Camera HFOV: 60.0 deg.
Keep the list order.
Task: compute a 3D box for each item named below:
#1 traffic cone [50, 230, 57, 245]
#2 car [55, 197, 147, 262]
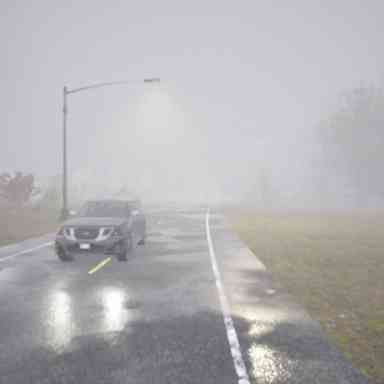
[{"bbox_3d":[-5.873,1.952,14.304,0.340,0.580,0.340,0,0,1],"label":"traffic cone"},{"bbox_3d":[-3.051,1.219,12.431,2.150,2.045,5.566,0,0,1],"label":"car"}]
